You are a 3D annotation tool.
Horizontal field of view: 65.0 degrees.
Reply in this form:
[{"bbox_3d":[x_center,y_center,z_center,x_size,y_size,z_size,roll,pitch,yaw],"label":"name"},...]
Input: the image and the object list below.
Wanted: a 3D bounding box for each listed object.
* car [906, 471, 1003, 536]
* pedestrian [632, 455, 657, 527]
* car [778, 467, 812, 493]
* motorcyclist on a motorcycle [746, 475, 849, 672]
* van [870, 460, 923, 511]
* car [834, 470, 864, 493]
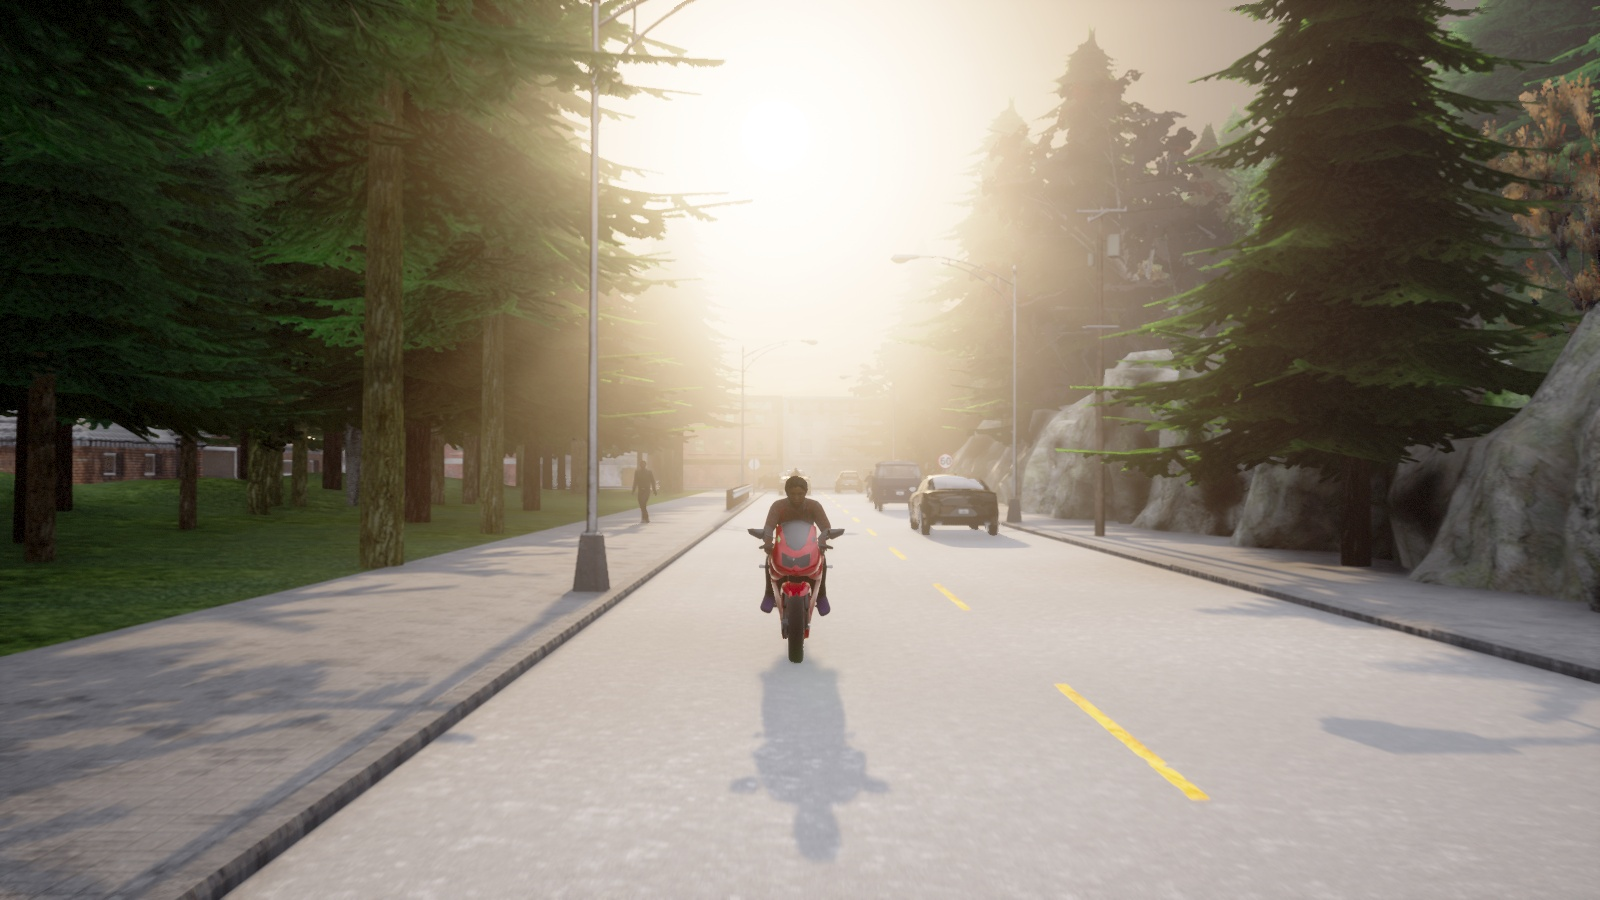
[{"bbox_3d":[3.923,1.322,32.615,1.882,1.535,5.008,0,-1,0],"label":"car"},{"bbox_3d":[-4.255,1.117,34.404,0.423,1.949,0.788,0,-1,13],"label":"pedestrian"},{"bbox_3d":[-0.329,1.989,83.318,2.152,1.651,5.027,0,-1,0],"label":"car"},{"bbox_3d":[-0.026,0.978,10.796,0.797,1.523,2.044,0,-1,0],"label":"motorcyclist on a motorcycle"},{"bbox_3d":[3.875,1.405,50.888,1.775,1.987,4.442,0,-1,0],"label":"van"},{"bbox_3d":[3.599,2.286,92.925,2.033,1.649,4.856,0,-1,-1],"label":"car"}]
